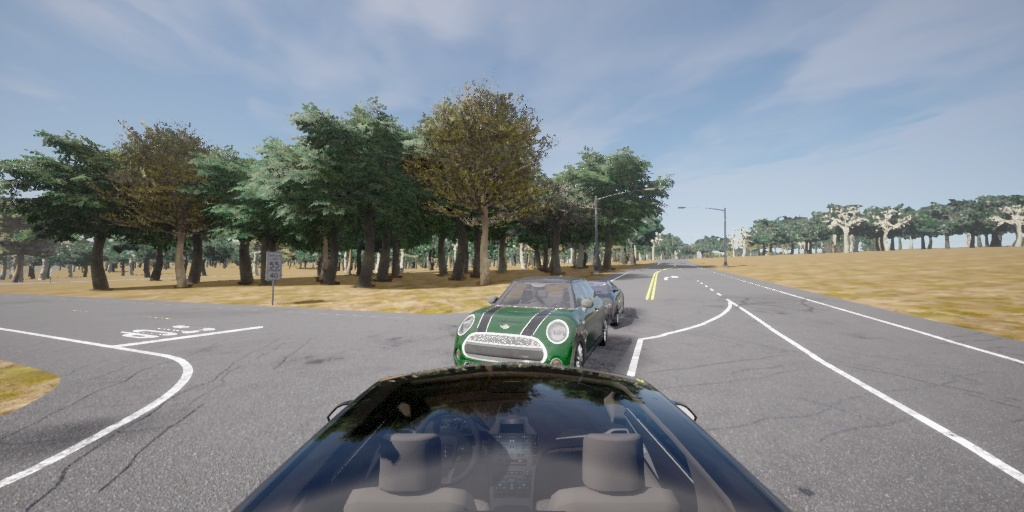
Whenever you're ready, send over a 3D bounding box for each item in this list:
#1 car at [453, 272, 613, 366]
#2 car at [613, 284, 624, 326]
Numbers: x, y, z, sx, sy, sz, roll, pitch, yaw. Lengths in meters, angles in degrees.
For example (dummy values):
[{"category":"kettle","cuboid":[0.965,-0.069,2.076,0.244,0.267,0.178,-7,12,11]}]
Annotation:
[{"category":"car","cuboid":[0.674,1.222,7.484,2.097,1.767,4.553,-1,-2,22]},{"category":"car","cuboid":[2.895,1.555,12.918,1.994,1.385,4.181,-2,0,22]}]
